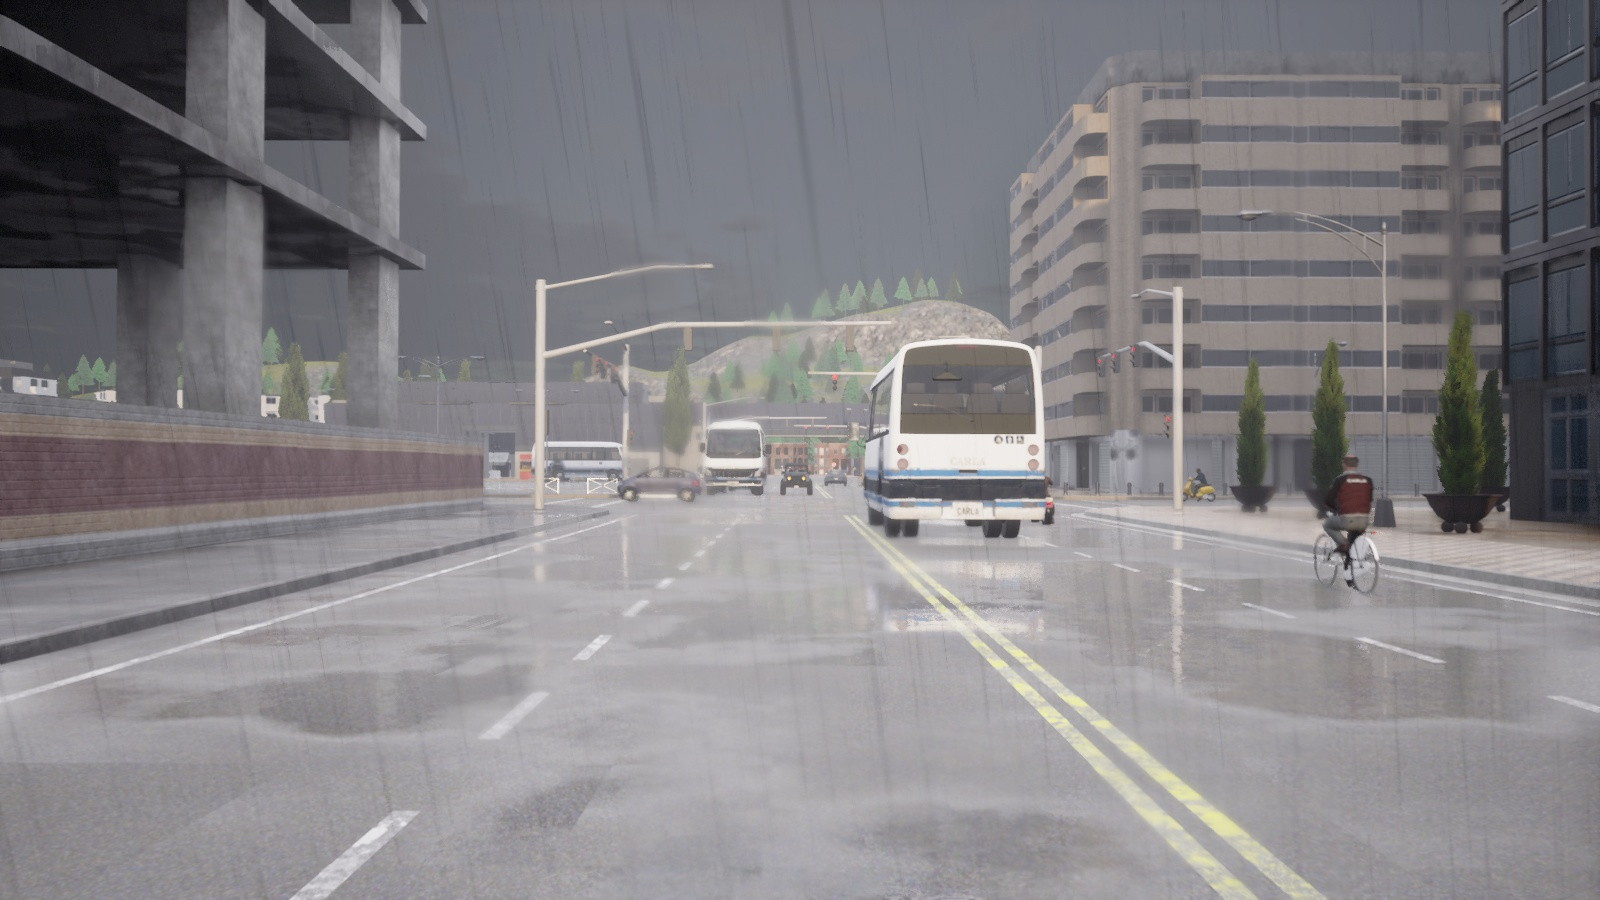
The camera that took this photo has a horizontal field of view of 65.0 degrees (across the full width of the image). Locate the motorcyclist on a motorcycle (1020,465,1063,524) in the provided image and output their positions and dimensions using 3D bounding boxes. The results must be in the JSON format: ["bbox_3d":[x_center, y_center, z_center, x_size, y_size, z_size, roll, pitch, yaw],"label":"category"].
[{"bbox_3d":[6.906,1.260,36.016,0.766,1.649,2.350,0,-1,0],"label":"motorcyclist on a motorcycle"}]

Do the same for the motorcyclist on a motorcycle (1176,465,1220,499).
[{"bbox_3d":[18.935,1.506,59.735,1.817,1.590,0.866,0,-1,-1],"label":"motorcyclist on a motorcycle"}]

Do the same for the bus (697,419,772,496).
[{"bbox_3d":[-3.698,0.531,74.093,3.944,4.253,10.273,0,-1,0],"label":"bus"}]

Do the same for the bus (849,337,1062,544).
[{"bbox_3d":[3.413,-0.126,31.048,3.944,4.253,10.273,0,-1,0],"label":"bus"}]

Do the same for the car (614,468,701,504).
[{"bbox_3d":[-6.303,1.597,55.788,3.705,1.549,1.789,0,-1,-1],"label":"car"}]

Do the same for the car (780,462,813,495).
[{"bbox_3d":[-0.194,1.689,73.976,1.905,1.878,3.866,0,-1,0],"label":"car"}]

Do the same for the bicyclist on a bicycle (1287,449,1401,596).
[{"bbox_3d":[6.957,0.890,16.157,0.659,1.776,1.843,0,-1,0],"label":"bicyclist on a bicycle"}]
